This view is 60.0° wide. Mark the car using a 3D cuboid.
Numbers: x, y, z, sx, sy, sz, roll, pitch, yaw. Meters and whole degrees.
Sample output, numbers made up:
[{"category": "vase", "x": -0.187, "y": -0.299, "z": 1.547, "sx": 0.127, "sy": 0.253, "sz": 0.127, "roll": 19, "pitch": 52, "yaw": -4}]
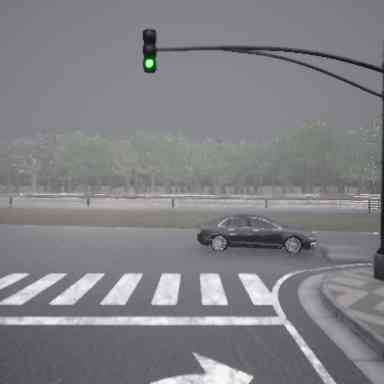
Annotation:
[{"category": "car", "x": 2.610, "y": 1.690, "z": 13.984, "sx": 4.892, "sy": 1.490, "sz": 1.837, "roll": 0, "pitch": 1, "yaw": 9}]
